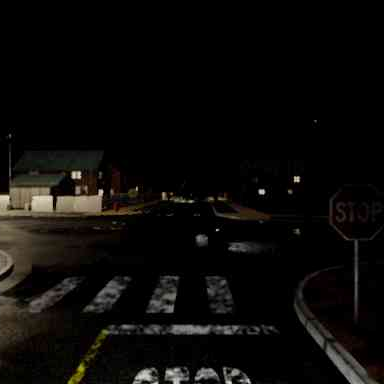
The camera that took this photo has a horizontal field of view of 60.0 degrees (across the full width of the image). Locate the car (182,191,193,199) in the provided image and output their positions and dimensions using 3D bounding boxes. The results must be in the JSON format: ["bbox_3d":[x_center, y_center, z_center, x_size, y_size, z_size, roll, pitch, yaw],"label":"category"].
[{"bbox_3d":[-0.951,0.544,71.591,2.097,1.767,4.553,0,0,2],"label":"car"}]

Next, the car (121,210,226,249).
[{"bbox_3d":[-0.731,1.437,13.498,4.181,1.385,1.994,1,0,8],"label":"car"}]
